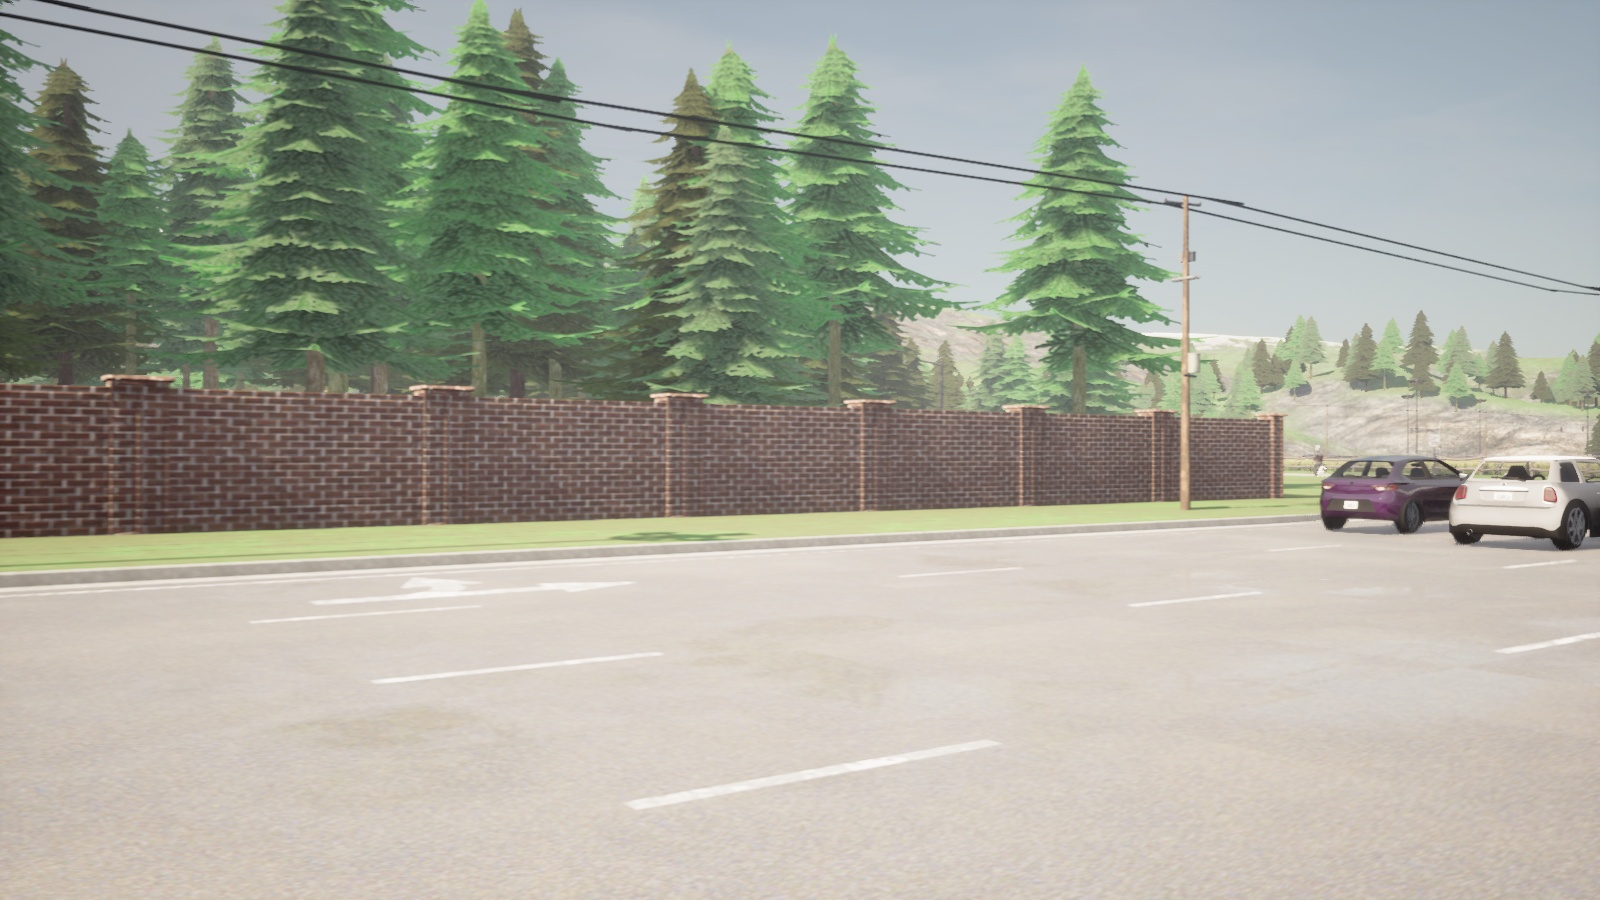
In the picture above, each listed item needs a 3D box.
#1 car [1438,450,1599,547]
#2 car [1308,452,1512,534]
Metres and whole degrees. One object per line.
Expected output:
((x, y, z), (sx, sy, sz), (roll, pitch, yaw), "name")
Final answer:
((12.657, 0.735, 20.996), (3.806, 1.475, 1.970), (0, 0, -35), "car")
((12.122, 0.792, 24.889), (4.193, 1.474, 1.816), (0, 0, -35), "car")
